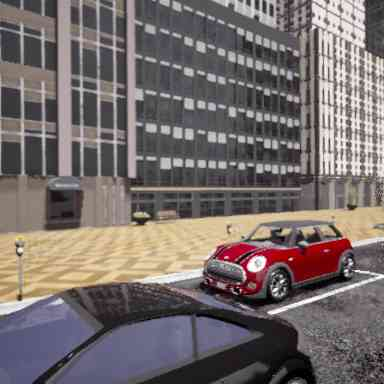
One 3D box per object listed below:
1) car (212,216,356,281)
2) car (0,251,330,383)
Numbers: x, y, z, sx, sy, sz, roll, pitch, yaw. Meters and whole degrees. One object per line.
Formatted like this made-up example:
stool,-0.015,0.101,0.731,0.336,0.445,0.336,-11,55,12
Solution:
car,2.219,1.456,8.246,4.097,1.590,1.967,0,0,-36
car,-0.844,1.580,2.765,4.181,1.385,1.994,0,0,-36
